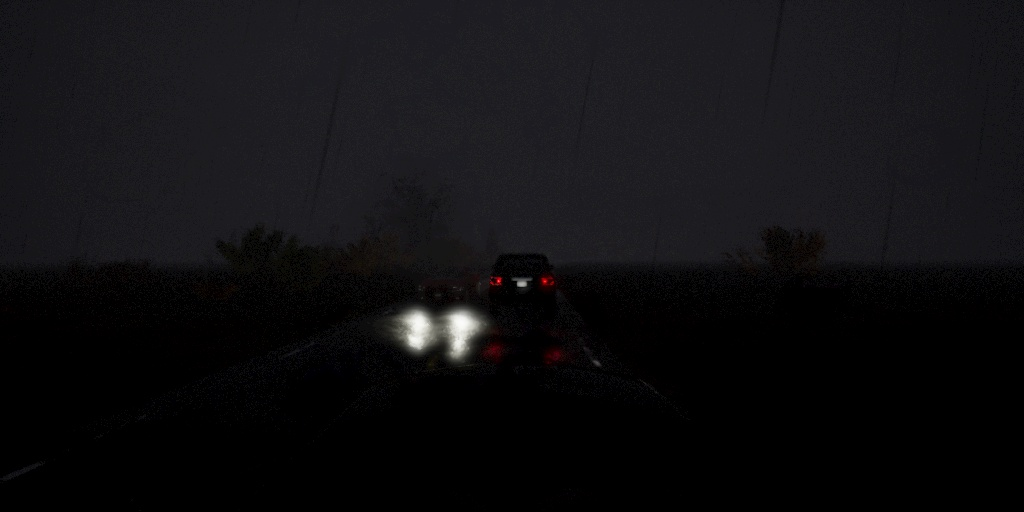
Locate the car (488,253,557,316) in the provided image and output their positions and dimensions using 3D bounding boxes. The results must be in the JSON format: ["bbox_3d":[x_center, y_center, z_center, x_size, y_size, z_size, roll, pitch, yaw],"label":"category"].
[{"bbox_3d":[0.410,0.896,13.199,2.150,2.045,5.566,0,0,3],"label":"car"}]

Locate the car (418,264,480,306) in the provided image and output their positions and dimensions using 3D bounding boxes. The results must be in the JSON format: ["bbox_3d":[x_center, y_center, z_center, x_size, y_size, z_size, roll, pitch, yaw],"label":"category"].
[{"bbox_3d":[-2.553,1.132,15.479,1.882,1.535,5.008,0,0,3],"label":"car"}]
